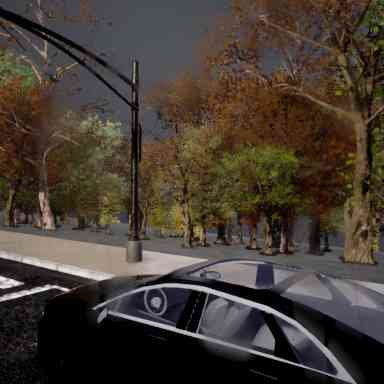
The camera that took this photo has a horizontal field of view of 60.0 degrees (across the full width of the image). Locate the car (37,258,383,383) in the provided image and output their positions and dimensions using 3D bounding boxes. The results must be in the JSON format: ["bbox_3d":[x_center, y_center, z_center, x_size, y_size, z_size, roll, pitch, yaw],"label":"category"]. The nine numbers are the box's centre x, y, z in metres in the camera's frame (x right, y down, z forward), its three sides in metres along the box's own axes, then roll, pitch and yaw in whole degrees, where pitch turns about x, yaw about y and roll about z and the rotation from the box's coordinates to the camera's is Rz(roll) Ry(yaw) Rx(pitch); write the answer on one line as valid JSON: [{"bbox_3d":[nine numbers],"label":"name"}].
[{"bbox_3d":[0.259,1.491,3.489,4.902,1.511,2.128,0,0,37],"label":"car"}]
